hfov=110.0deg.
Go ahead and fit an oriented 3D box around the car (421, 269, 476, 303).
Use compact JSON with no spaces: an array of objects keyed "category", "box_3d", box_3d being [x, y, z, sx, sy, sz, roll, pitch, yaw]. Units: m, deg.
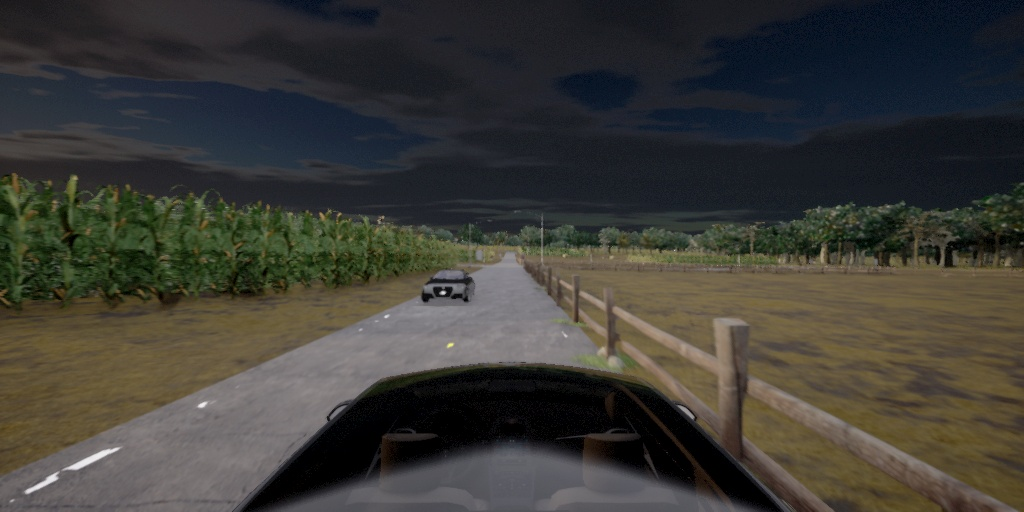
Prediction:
[{"category":"car","box_3d":[-2.809,1.310,16.610,1.994,1.385,4.181,0,0,0]}]
